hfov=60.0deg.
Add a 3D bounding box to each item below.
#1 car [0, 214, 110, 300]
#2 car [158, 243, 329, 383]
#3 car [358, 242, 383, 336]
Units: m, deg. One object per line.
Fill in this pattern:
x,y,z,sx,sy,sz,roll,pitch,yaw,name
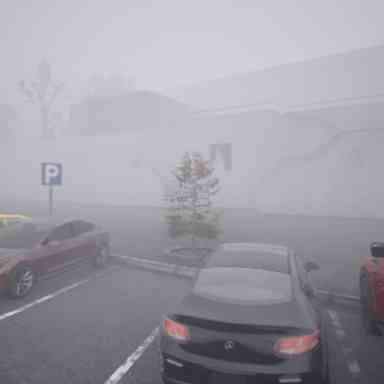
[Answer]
-3.927,1.446,8.567,2.163,1.488,4.792,1,0,16,car
0.935,1.513,5.126,2.002,1.452,4.674,0,0,15,car
3.375,1.246,3.427,2.435,2.045,5.566,0,-1,15,car
